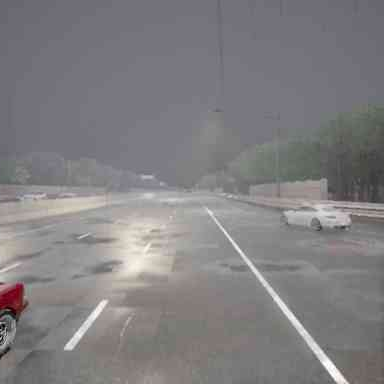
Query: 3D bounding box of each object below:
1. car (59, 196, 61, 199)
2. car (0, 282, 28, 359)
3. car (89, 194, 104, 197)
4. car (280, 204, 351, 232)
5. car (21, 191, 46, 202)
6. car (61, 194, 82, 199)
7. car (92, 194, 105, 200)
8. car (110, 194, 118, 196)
[{"bbox_3d":[-28.060,1.175,74.672,1.895,1.301,4.718,0,0,0],"label":"car"},{"bbox_3d":[-3.400,1.580,2.898,1.895,1.301,4.718,0,0,0],"label":"car"},{"bbox_3d":[-17.528,1.208,59.889,2.033,1.411,5.357,0,0,0],"label":"car"},{"bbox_3d":[7.099,1.431,19.533,1.812,1.442,4.674,0,0,-20],"label":"car"},{"bbox_3d":[-28.019,0.884,59.044,2.150,2.045,5.566,0,1,0],"label":"car"},{"bbox_3d":[-21.038,1.189,59.349,1.812,1.442,4.674,0,0,1],"label":"car"},{"bbox_3d":[-21.061,1.132,75.063,1.994,1.385,4.181,0,0,0],"label":"car"},{"bbox_3d":[-17.563,1.130,75.471,1.994,1.385,4.181,0,0,0],"label":"car"}]
